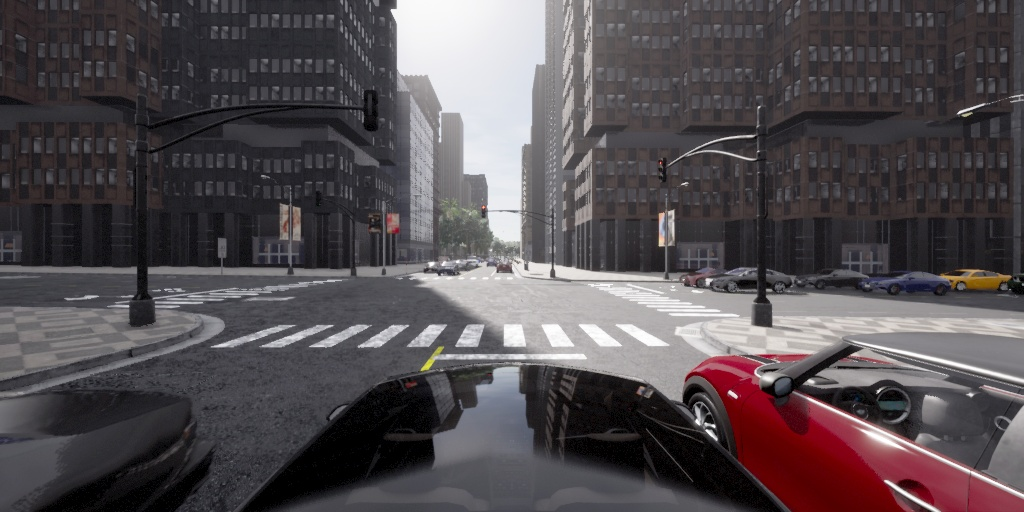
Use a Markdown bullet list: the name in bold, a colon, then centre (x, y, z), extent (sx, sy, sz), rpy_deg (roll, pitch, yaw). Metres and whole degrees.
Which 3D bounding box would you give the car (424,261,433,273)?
- **car**: centre (-9.445, 1.323, 43.443), extent (1.948, 1.339, 4.313), rpy_deg (0, 0, -1)

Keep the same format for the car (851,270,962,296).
- **car**: centre (24.620, 1.657, 22.504), extent (4.674, 1.442, 1.812), rpy_deg (1, 0, -1)

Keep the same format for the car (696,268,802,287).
- **car**: centre (14.668, 1.478, 22.385), extent (4.902, 1.511, 2.128), rpy_deg (1, 0, -1)

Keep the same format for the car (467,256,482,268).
- **car**: centre (-7.017, 1.024, 62.197), extent (2.150, 2.045, 5.566), rpy_deg (0, 0, -1)

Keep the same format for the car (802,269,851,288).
- **car**: centre (22.955, 1.629, 25.744), extent (4.674, 1.442, 1.812), rpy_deg (1, 0, -1)

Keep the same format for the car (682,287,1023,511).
- **car**: centre (2.761, 1.190, 2.195), extent (1.967, 1.591, 4.097), rpy_deg (0, 0, 0)

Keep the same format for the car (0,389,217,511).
- **car**: centre (-3.077, 1.298, 0.202), extent (2.033, 1.411, 5.357), rpy_deg (0, 0, 0)

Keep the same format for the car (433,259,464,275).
- **car**: centre (-6.698, 1.294, 38.352), extent (2.033, 1.411, 5.357), rpy_deg (0, 0, -1)

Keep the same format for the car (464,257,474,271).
- **car**: centre (-6.849, 1.260, 48.618), extent (2.128, 1.511, 4.902), rpy_deg (0, 0, -1)

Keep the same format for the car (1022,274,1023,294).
- **car**: centre (35.149, 1.506, 22.647), extent (5.566, 2.045, 2.150), rpy_deg (1, 0, -1)

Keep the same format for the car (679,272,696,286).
- **car**: centre (14.247, 1.541, 25.627), extent (4.181, 1.385, 1.994), rpy_deg (1, 0, 0)

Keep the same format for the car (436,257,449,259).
- **car**: centre (-9.520, 1.084, 48.868), extent (2.192, 1.841, 5.009), rpy_deg (0, 0, -1)

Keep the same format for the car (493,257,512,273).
- **car**: centre (-0.920, 1.197, 43.559), extent (1.967, 1.591, 4.097), rpy_deg (0, 0, -1)

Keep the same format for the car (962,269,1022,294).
- **car**: centre (32.836, 1.725, 25.868), extent (5.008, 1.535, 1.882), rpy_deg (1, 0, -1)
